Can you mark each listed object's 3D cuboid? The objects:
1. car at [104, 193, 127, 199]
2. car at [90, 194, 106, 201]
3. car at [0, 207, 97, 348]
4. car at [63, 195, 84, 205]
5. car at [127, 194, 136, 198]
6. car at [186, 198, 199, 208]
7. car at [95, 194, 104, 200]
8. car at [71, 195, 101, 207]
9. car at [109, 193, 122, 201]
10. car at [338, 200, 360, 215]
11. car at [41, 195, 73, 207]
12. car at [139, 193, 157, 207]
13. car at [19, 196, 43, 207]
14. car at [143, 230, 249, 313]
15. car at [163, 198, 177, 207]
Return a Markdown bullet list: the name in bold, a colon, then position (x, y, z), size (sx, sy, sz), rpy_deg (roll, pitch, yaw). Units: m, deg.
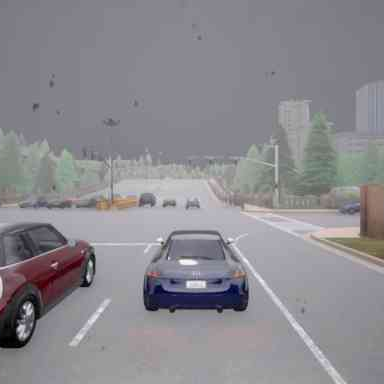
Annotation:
- **car**: position (-14.066, 1.490, 61.428), size (2.128, 1.511, 4.902), rpy_deg (0, 0, 0)
- **car**: position (-21.071, 1.228, 74.548), size (2.033, 1.411, 5.357), rpy_deg (0, 2, 0)
- **car**: position (-3.431, 1.352, 6.443), size (2.097, 1.767, 4.553), rpy_deg (0, 0, 0)
- **car**: position (-21.059, 1.351, 59.236), size (2.097, 1.767, 4.553), rpy_deg (0, 0, 0)
- **car**: position (-14.081, 1.151, 76.439), size (1.994, 1.385, 4.181), rpy_deg (0, 2, 0)
- **car**: position (0.112, 1.547, 47.819), size (2.033, 1.411, 5.357), rpy_deg (0, 0, 0)
- **car**: position (-17.559, 1.490, 61.707), size (2.128, 1.511, 4.902), rpy_deg (0, 0, 0)
- **car**: position (-14.086, 1.504, 44.529), size (1.837, 1.490, 4.892), rpy_deg (0, 0, 0)
- **car**: position (-17.581, 1.103, 76.352), size (1.837, 1.490, 4.892), rpy_deg (0, 2, 0)
- **car**: position (17.097, 1.525, 33.157), size (4.674, 1.442, 1.812), rpy_deg (0, 0, 0)
- **car**: position (-17.585, 1.547, 44.331), size (2.033, 1.411, 5.357), rpy_deg (0, 0, 0)
- **car**: position (-6.887, 1.221, 52.269), size (2.150, 2.045, 5.566), rpy_deg (0, 0, 0)
- **car**: position (-21.083, 1.351, 44.493), size (2.097, 1.767, 4.553), rpy_deg (0, 0, 0)
- **car**: position (0.078, 1.564, 7.739), size (1.994, 1.385, 4.181), rpy_deg (0, 0, 0)
- **car**: position (-3.386, 1.600, 51.625), size (1.895, 1.301, 4.718), rpy_deg (0, 0, 0)
